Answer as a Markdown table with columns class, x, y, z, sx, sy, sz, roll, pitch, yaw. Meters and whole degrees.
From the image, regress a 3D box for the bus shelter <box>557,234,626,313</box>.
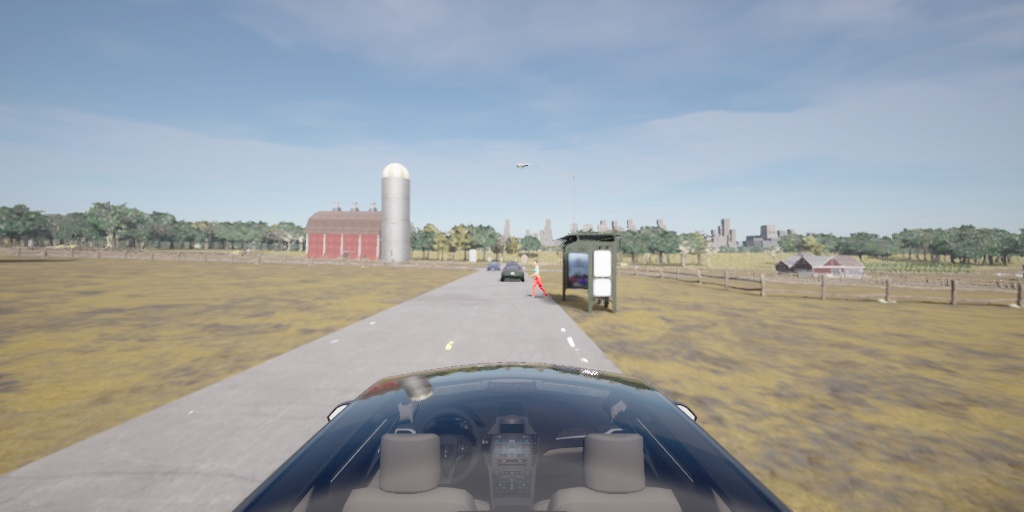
| class | x | y | z | sx | sy | sz | roll | pitch | yaw |
| --- | --- | --- | --- | --- | --- | --- | --- | --- | --- |
| bus shelter | 3.121 | 0.617 | 14.668 | 1.920 | 2.740 | 3.880 | 0 | 0 | 0 |

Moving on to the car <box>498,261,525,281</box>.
| class | x | y | z | sx | sy | sz | roll | pitch | yaw |
| --- | --- | --- | --- | --- | --- | --- | --- | --- | --- |
| car | 0.059 | 1.354 | 30.694 | 1.994 | 1.385 | 4.181 | 0 | 0 | 0 |

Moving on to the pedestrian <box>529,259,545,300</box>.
| class | x | y | z | sx | sy | sz | roll | pitch | yaw |
| --- | --- | --- | --- | --- | --- | --- | --- | --- | --- |
| pedestrian | 1.137 | 1.038 | 16.254 | 0.375 | 1.860 | 0.375 | 0 | 0 | -15 |

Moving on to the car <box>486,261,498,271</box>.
| class | x | y | z | sx | sy | sz | roll | pitch | yaw |
| --- | --- | --- | --- | --- | --- | --- | --- | --- | --- |
| car | -2.774 | 1.502 | 53.808 | 2.033 | 1.411 | 5.357 | 0 | -1 | 0 |
